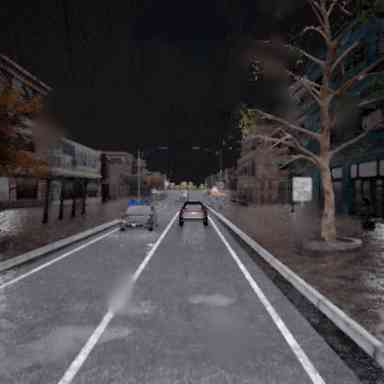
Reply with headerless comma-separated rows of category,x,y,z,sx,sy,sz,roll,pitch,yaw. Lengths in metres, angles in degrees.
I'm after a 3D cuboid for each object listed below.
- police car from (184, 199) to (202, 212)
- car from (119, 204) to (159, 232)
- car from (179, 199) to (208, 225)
police car,0.099,1.668,41.613,2.038,1.542,4.974,0,-1,0
car,-3.100,1.503,20.179,1.837,1.490,4.892,0,0,0
car,0.099,1.427,23.783,2.033,1.649,4.856,0,0,0
